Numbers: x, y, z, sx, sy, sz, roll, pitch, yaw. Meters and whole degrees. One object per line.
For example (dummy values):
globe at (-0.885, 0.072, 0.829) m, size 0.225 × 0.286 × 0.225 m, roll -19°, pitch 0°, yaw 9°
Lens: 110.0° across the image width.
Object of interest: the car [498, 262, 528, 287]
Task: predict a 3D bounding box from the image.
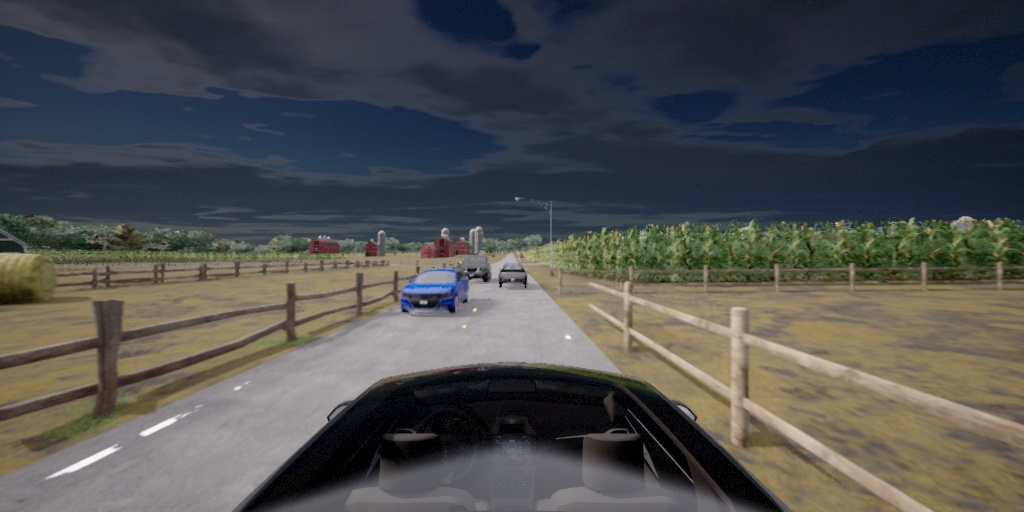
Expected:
car at (0.074, 1.257, 24.377) m, size 2.128 × 1.511 × 4.902 m, roll 0°, pitch 0°, yaw 0°

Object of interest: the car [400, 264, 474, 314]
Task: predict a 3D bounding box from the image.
car at (-2.812, 1.235, 14.000) m, size 1.882 × 1.535 × 5.008 m, roll 0°, pitch 0°, yaw 0°

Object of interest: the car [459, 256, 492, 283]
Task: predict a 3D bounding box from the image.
car at (-2.790, 0.989, 28.178) m, size 2.150 × 2.045 × 5.566 m, roll 0°, pitch 0°, yaw 1°
